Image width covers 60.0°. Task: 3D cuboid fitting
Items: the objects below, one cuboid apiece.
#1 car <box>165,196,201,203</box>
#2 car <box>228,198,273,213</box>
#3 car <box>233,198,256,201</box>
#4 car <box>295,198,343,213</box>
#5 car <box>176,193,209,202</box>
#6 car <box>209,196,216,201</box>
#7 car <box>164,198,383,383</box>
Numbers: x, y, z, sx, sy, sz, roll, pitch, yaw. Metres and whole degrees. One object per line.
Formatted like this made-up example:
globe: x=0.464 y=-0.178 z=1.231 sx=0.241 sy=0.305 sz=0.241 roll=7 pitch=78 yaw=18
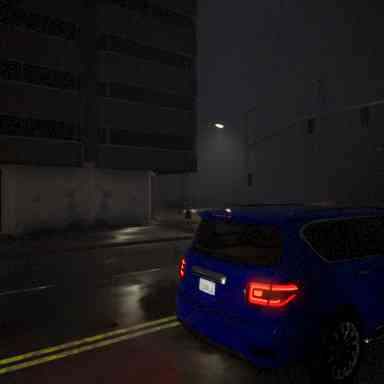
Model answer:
car: x=-1.642 y=1.548 z=43.445 sx=2.033 sy=1.411 sz=5.357 roll=0 pitch=0 yaw=-36
car: x=6.610 y=1.491 z=38.073 sx=2.128 sy=1.511 sz=4.902 roll=0 pitch=0 yaw=-36
car: x=5.405 y=1.491 z=33.789 sx=2.128 sy=1.511 sz=4.902 roll=0 pitch=0 yaw=-36
car: x=14.735 y=1.477 z=38.939 sx=1.882 sy=1.535 sz=5.008 roll=0 pitch=0 yaw=-36
car: x=-0.488 y=1.223 z=47.829 sx=2.150 sy=2.045 sz=5.566 roll=0 pitch=0 yaw=-35
car: x=1.661 y=1.351 z=51.085 sx=2.097 sy=1.767 sz=4.553 roll=0 pitch=0 yaw=-36
car: x=2.380 y=1.221 z=5.507 sx=5.566 sy=2.045 sz=2.150 roll=0 pitch=0 yaw=-35
